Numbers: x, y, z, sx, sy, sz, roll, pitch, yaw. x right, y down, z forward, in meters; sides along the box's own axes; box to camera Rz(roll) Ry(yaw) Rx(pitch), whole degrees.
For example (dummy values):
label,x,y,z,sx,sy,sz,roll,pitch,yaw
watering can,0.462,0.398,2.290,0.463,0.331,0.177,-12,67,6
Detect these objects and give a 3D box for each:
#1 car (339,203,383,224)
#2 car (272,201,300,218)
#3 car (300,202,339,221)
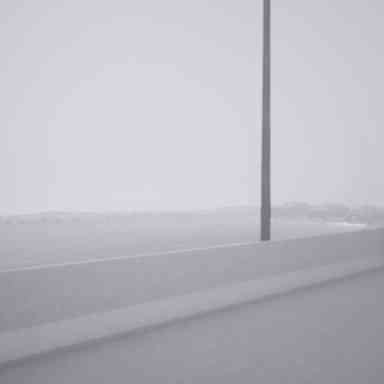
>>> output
label,x,y,z,sx,sy,sz,roll,pitch,yaw
car,14.180,1.776,26.888,4.181,1.385,1.994,1,0,-35
car,9.959,1.686,32.477,5.008,1.535,1.882,1,-1,-35
car,12.296,1.692,29.839,5.008,1.535,1.882,1,0,-35
